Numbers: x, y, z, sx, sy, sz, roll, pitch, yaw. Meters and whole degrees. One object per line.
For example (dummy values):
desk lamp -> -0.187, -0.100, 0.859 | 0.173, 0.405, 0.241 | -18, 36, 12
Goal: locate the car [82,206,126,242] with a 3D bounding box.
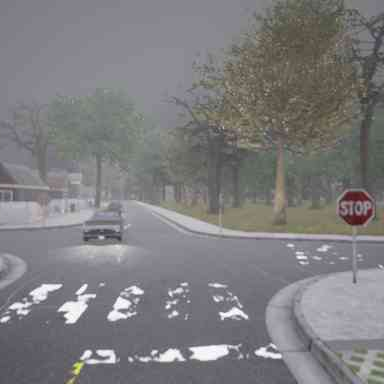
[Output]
car -> -4.464, 1.663, 17.431 | 2.033, 1.411, 5.357 | 0, 0, -10

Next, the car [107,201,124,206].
car -> -9.512, 1.842, 41.504 | 2.033, 1.411, 5.357 | 0, -1, -12
